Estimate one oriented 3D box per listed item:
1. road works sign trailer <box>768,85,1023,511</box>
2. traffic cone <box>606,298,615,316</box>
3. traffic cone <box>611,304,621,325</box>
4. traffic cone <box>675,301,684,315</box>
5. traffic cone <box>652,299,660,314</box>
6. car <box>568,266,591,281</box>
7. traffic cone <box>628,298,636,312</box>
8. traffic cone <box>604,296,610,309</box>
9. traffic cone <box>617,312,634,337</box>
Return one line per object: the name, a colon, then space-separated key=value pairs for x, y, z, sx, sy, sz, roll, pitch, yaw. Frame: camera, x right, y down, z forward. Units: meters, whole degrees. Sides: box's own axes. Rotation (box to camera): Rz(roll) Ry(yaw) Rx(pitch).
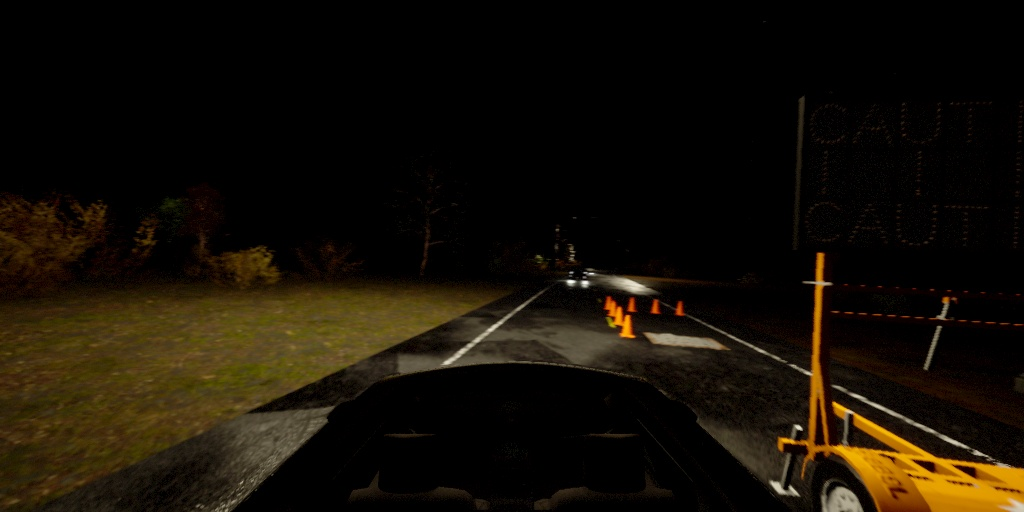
road works sign trailer: x=3.471 y=0.420 z=3.025 sx=2.380 sy=3.560 sz=2.880 roll=0 pitch=0 yaw=10
traffic cone: x=3.971 y=2.053 z=14.113 sx=0.340 sy=0.580 sz=0.340 roll=0 pitch=0 yaw=10
traffic cone: x=3.614 y=2.013 z=12.146 sx=0.340 sy=0.580 sz=0.340 roll=0 pitch=0 yaw=10
traffic cone: x=7.275 y=2.251 z=15.543 sx=0.340 sy=0.580 sz=0.340 roll=0 pitch=0 yaw=10
traffic cone: x=6.293 y=2.198 z=15.722 sx=0.340 sy=0.580 sz=0.340 roll=0 pitch=0 yaw=10
car: x=7.869 y=1.953 z=42.508 sx=2.097 sy=1.767 sz=4.553 roll=3 pitch=-1 yaw=13
traffic cone: x=5.310 y=2.146 z=15.902 sx=0.340 sy=0.580 sz=0.340 roll=0 pitch=0 yaw=10
traffic cone: x=4.328 y=2.093 z=16.081 sx=0.340 sy=0.580 sz=0.340 roll=0 pitch=0 yaw=10
traffic cone: x=3.258 y=1.973 z=10.178 sx=0.340 sy=0.580 sz=0.340 roll=0 pitch=0 yaw=10
